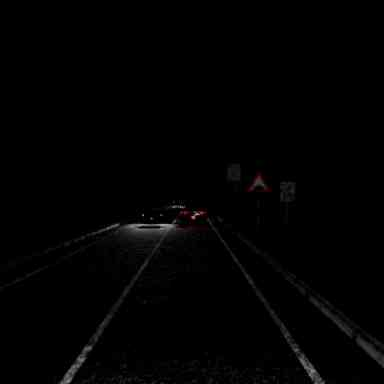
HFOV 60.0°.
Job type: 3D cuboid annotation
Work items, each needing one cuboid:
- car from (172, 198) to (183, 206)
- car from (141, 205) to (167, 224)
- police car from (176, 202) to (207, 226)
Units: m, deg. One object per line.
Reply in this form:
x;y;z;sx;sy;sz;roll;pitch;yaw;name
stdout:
-3.001;2.092;69.717;2.097;1.767;4.553;0;-1;0;car
-3.098;1.809;27.883;1.812;1.442;4.674;0;-1;0;car
0.098;1.728;25.898;2.038;1.542;4.974;0;-2;0;police car
